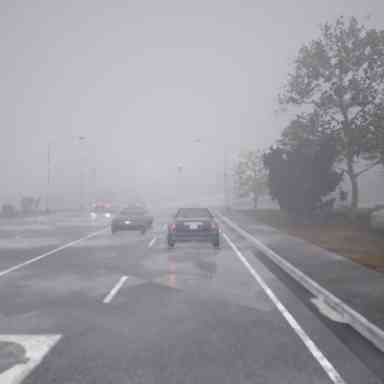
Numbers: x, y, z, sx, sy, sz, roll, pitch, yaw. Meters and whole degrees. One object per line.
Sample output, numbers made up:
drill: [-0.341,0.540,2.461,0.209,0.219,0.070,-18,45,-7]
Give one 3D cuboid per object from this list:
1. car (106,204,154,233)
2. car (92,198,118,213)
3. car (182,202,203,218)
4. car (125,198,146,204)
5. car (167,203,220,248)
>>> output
car: [-3.455,1.608,19.846,1.994,1.385,4.181,0,0,0]
car: [-10.386,1.523,40.005,2.097,1.767,4.553,0,0,2]
car: [0.089,1.716,32.415,1.895,1.301,4.718,0,0,1]
car: [-6.870,1.522,40.303,2.097,1.767,4.553,0,0,2]
car: [0.057,1.377,14.996,2.097,1.767,4.553,0,0,0]
